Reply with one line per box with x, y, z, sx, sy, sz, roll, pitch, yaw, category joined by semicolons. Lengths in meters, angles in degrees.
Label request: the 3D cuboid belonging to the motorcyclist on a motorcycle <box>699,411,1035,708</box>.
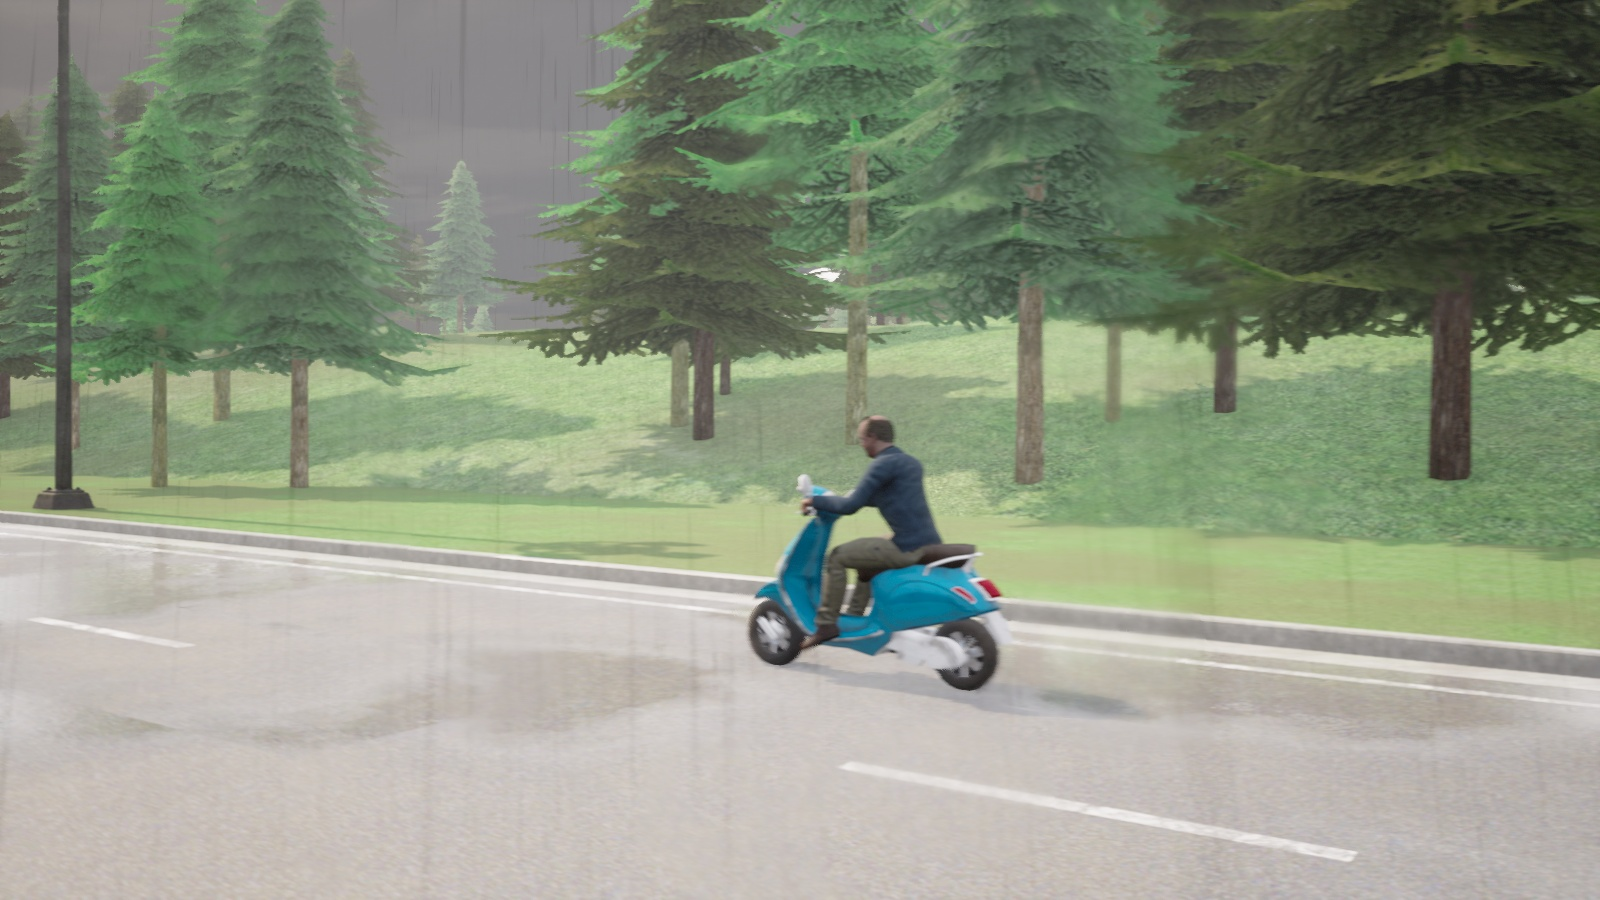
0.386;0.578;7.567;1.817;1.590;0.866;0;1;34;motorcyclist on a motorcycle
